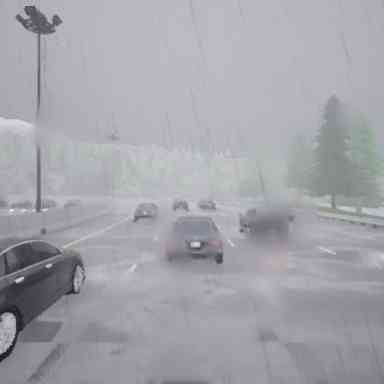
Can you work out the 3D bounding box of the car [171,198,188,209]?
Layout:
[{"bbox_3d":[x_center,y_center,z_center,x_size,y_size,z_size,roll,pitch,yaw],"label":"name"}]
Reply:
[{"bbox_3d":[-1.603,1.572,42.330,1.837,1.490,4.892,1,0,-8],"label":"car"}]

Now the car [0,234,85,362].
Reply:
[{"bbox_3d":[-3.405,1.513,5.855,1.837,1.490,4.892,0,0,0],"label":"car"}]

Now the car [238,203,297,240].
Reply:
[{"bbox_3d":[3.585,1.536,17.178,1.837,1.490,4.892,0,0,0],"label":"car"}]

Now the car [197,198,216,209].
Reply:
[{"bbox_3d":[1.790,1.562,43.363,2.128,1.511,4.902,0,0,-8],"label":"car"}]

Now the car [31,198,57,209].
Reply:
[{"bbox_3d":[-20.250,1.604,46.388,2.033,1.411,5.357,0,0,-10],"label":"car"}]

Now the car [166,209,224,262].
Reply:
[{"bbox_3d":[0.094,1.567,12.095,2.033,1.411,5.357,0,0,0],"label":"car"}]

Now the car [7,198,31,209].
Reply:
[{"bbox_3d":[-23.929,1.580,46.821,1.812,1.442,4.674,0,0,-11],"label":"car"}]

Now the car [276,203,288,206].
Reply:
[{"bbox_3d":[6.869,1.596,27.166,2.033,1.411,5.357,0,0,-3],"label":"car"}]

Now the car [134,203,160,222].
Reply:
[{"bbox_3d":[-3.634,1.587,27.119,2.033,1.411,5.357,0,0,-3],"label":"car"}]

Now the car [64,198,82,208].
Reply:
[{"bbox_3d":[-17.039,1.626,47.987,1.994,1.385,4.181,0,0,-11],"label":"car"}]

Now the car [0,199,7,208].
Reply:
[{"bbox_3d":[-27.361,1.598,46.309,2.033,1.411,5.357,0,0,-11],"label":"car"}]
